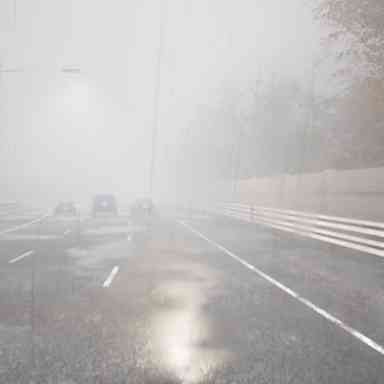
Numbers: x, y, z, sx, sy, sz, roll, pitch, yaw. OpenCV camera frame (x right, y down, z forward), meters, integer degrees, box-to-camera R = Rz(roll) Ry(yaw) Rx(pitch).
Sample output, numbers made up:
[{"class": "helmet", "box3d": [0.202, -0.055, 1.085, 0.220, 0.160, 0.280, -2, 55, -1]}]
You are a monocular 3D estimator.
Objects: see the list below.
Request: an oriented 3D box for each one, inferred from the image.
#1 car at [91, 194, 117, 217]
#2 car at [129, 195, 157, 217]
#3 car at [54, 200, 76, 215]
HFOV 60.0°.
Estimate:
[{"class": "car", "box3d": [-8.214, 1.173, 31.090, 2.150, 2.045, 5.566, 0, 0, -16]}, {"class": "car", "box3d": [-4.690, 1.280, 31.305, 2.097, 1.767, 4.553, 0, 0, -16]}, {"class": "car", "box3d": [-12.712, 1.538, 33.519, 1.994, 1.385, 4.181, 0, 0, -19]}]
